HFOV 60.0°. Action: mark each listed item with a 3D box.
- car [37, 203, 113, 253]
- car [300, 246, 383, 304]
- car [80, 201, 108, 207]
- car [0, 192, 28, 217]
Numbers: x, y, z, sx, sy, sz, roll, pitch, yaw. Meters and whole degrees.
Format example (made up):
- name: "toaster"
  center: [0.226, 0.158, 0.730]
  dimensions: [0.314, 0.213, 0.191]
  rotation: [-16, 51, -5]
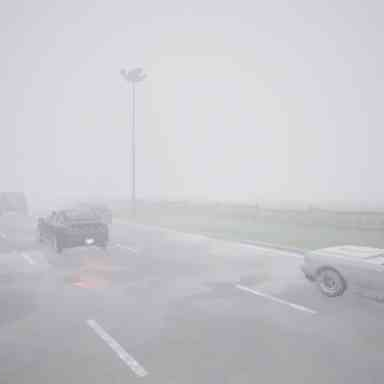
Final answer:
- name: "car"
  center: [-4.923, 1.427, 13.469]
  dimensions: [1.837, 1.490, 4.892]
  rotation: [0, 0, -35]
- name: "car"
  center: [4.452, 1.565, 6.173]
  dimensions: [1.895, 1.301, 4.718]
  rotation: [0, 0, -35]
- name: "car"
  center: [-6.897, 1.377, 22.401]
  dimensions: [1.837, 1.490, 4.892]
  rotation: [0, 1, -35]
- name: "car"
  center: [-16.023, 1.045, 29.339]
  dimensions: [2.150, 2.045, 5.566]
  rotation: [0, -1, -35]
